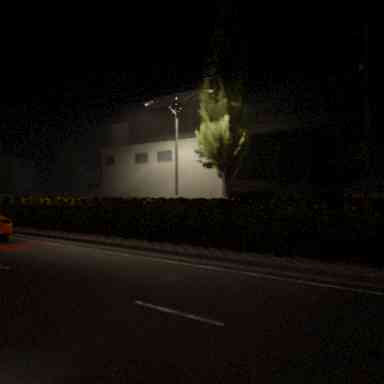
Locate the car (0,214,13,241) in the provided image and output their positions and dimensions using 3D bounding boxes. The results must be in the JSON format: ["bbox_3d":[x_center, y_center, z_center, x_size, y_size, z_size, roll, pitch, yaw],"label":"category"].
[{"bbox_3d":[-10.451,1.525,15.730,5.008,1.535,1.882,0,0,36],"label":"car"}]
